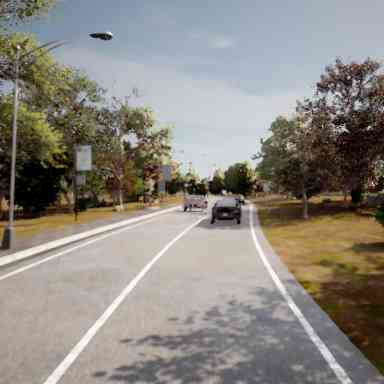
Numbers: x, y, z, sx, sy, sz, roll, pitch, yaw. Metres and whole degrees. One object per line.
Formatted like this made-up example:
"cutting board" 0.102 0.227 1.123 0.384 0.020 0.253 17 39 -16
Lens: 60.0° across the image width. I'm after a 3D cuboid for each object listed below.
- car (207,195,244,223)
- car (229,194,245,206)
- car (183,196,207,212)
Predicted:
"car" 2.420 1.205 22.812 1.882 1.535 5.008 0 1 9
"car" 5.879 1.019 43.381 1.895 1.301 4.718 0 1 9
"car" 0.440 1.082 32.613 1.994 1.385 4.181 0 1 10
